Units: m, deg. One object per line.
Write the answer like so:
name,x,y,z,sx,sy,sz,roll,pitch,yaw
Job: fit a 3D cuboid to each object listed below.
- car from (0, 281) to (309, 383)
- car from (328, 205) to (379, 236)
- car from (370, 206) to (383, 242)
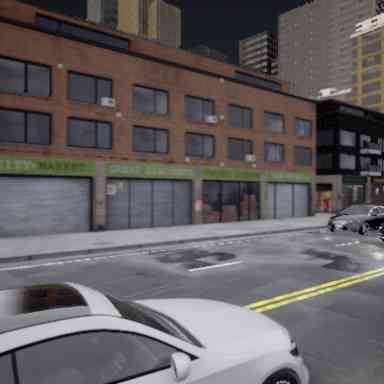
car,-1.041,1.525,2.697,4.674,1.442,1.812,0,0,-36
car,9.502,1.486,18.438,4.902,1.511,2.128,0,0,-35
car,10.337,1.500,15.044,4.892,1.490,1.837,0,0,-35
